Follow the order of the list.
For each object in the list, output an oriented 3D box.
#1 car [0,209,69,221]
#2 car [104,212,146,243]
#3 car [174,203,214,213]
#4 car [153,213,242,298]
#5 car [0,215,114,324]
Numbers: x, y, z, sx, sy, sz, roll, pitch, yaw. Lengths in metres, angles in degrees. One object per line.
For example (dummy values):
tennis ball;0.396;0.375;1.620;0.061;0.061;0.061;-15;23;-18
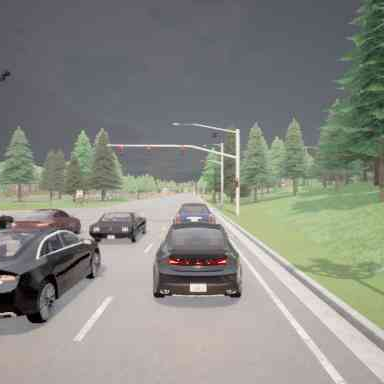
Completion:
car;-6.883;1.526;16.008;1.812;1.442;4.674;0;0;0
car;-3.382;1.601;16.162;1.895;1.301;4.718;0;0;0
car;0.118;1.352;17.606;2.097;1.767;4.553;0;0;0
car;0.109;1.505;8.512;1.837;1.490;4.892;0;0;0
car;-3.393;1.491;7.136;2.128;1.511;4.902;0;0;0
